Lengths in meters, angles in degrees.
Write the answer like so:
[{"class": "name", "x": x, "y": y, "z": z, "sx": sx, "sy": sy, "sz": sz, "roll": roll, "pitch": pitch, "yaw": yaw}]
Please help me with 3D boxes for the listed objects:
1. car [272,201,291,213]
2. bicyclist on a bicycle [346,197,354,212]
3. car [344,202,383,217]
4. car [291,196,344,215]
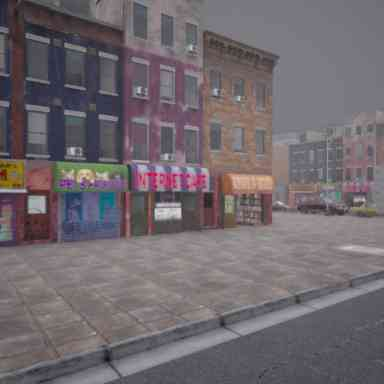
[{"class": "car", "x": 9.765, "y": 1.658, "z": 37.829, "sx": 1.802, "sy": 1.307, "sz": 4.206, "roll": 0, "pitch": 0, "yaw": -35}, {"class": "bicyclist on a bicycle", "x": 17.485, "y": 1.373, "z": 36.729, "sx": 1.656, "sy": 1.620, "sz": 0.582, "roll": 0, "pitch": 0, "yaw": -35}, {"class": "car", "x": 16.194, "y": 1.573, "z": 28.813, "sx": 1.752, "sy": 1.417, "sz": 4.829, "roll": 0, "pitch": 0, "yaw": -35}, {"class": "car", "x": 12.930, "y": 1.377, "z": 33.390, "sx": 2.192, "sy": 1.841, "sz": 5.009, "roll": 0, "pitch": 0, "yaw": -35}]
